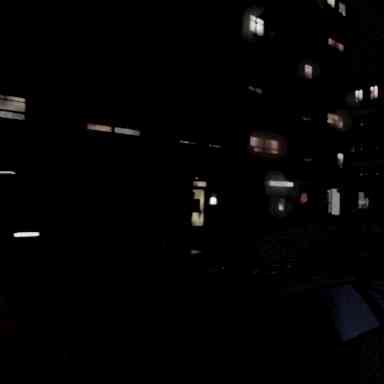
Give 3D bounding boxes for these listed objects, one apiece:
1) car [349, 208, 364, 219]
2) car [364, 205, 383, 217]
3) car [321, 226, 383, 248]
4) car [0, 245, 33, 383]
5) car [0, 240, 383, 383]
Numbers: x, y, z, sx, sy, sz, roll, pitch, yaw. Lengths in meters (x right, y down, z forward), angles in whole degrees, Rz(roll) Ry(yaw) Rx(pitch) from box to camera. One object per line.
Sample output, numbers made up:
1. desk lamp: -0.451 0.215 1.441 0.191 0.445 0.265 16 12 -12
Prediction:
1. car: 14.950 1.908 34.374 1.967 1.590 4.097 1 -1 -36
2. car: 21.549 2.208 39.132 2.008 1.369 4.403 1 -1 -36
3. car: 4.948 1.680 9.575 4.313 1.339 1.947 1 0 -35
4. car: -4.258 1.505 3.026 4.829 1.417 1.752 1 0 -35
5. car: 0.754 1.578 3.609 5.357 1.411 2.033 1 -1 -35
